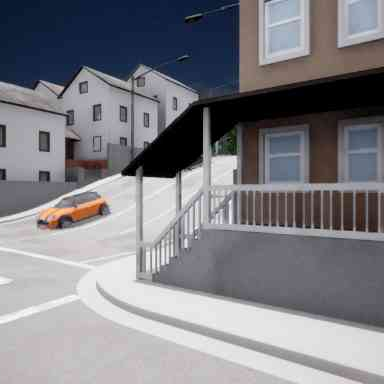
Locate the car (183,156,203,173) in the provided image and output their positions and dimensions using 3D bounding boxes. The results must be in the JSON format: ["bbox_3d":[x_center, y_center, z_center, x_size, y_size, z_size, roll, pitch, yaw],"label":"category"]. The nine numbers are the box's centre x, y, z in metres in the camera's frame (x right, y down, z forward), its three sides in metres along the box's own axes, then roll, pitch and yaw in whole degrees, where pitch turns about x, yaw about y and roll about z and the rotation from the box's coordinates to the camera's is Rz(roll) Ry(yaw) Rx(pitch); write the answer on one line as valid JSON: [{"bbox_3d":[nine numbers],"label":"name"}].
[{"bbox_3d":[-0.437,-2.808,31.589,1.895,1.301,4.718,0,16,35],"label":"car"}]

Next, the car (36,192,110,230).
[{"bbox_3d":[-7.556,1.052,21.132,2.097,1.767,4.553,0,12,34],"label":"car"}]
